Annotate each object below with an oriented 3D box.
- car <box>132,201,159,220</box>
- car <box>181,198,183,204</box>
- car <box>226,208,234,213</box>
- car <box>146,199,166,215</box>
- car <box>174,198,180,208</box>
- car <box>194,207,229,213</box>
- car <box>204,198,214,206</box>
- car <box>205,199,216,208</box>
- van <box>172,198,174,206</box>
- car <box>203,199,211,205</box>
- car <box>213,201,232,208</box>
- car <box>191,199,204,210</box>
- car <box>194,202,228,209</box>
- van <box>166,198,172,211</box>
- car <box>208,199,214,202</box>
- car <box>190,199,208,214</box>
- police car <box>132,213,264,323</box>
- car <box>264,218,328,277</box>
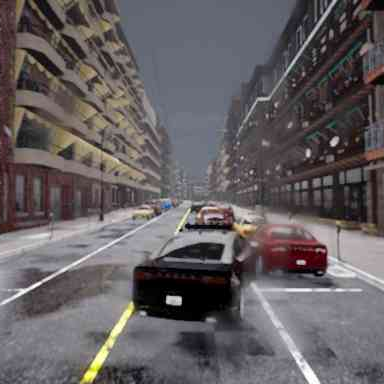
[{"bbox_3d":[-4.729,1.953,32.727,1.752,1.417,4.829,1,-1,1],"label":"car"},{"bbox_3d":[-3.903,2.711,82.660,1.947,1.339,4.313,1,-1,1],"label":"car"},{"bbox_3d":[2.881,1.710,16.287,1.752,1.417,4.829,1,-1,1],"label":"car"},{"bbox_3d":[-4.629,1.818,38.430,2.192,1.841,5.009,1,-1,1],"label":"car"},{"bbox_3d":[-4.173,2.208,66.075,2.192,1.841,5.009,1,-1,1],"label":"car"},{"bbox_3d":[1.137,1.730,17.282,1.812,1.442,4.674,0,-1,1],"label":"car"},{"bbox_3d":[3.854,2.339,76.944,2.192,1.841,5.009,1,-1,1],"label":"car"},{"bbox_3d":[3.711,2.298,65.883,1.967,1.590,4.097,1,-1,1],"label":"car"},{"bbox_3d":[-4.356,2.072,55.017,1.690,1.788,3.998,1,-1,1],"label":"van"},{"bbox_3d":[4.035,2.638,88.003,1.967,1.590,4.097,1,-1,1],"label":"car"},{"bbox_3d":[3.152,1.940,32.704,1.887,1.381,4.507,1,-1,1],"label":"car"},{"bbox_3d":[0.985,2.104,57.979,2.097,1.767,4.553,0,-1,1],"label":"car"},{"bbox_3d":[1.239,1.737,23.476,1.801,1.575,5.366,0,-1,1],"label":"car"},{"bbox_3d":[-4.447,1.993,49.486,1.690,1.788,3.998,1,-1,1],"label":"van"},{"bbox_3d":[3.518,2.241,54.822,1.887,1.381,4.507,1,-1,1],"label":"car"},{"bbox_3d":[0.768,2.035,44.173,1.882,1.535,5.008,0,-1,1],"label":"car"},{"bbox_3d":[0.428,1.515,7.675,1.930,1.638,5.238,0,-1,16],"label":"police car"},{"bbox_3d":[2.786,1.660,10.586,1.887,1.381,4.507,1,-1,1],"label":"car"}]
